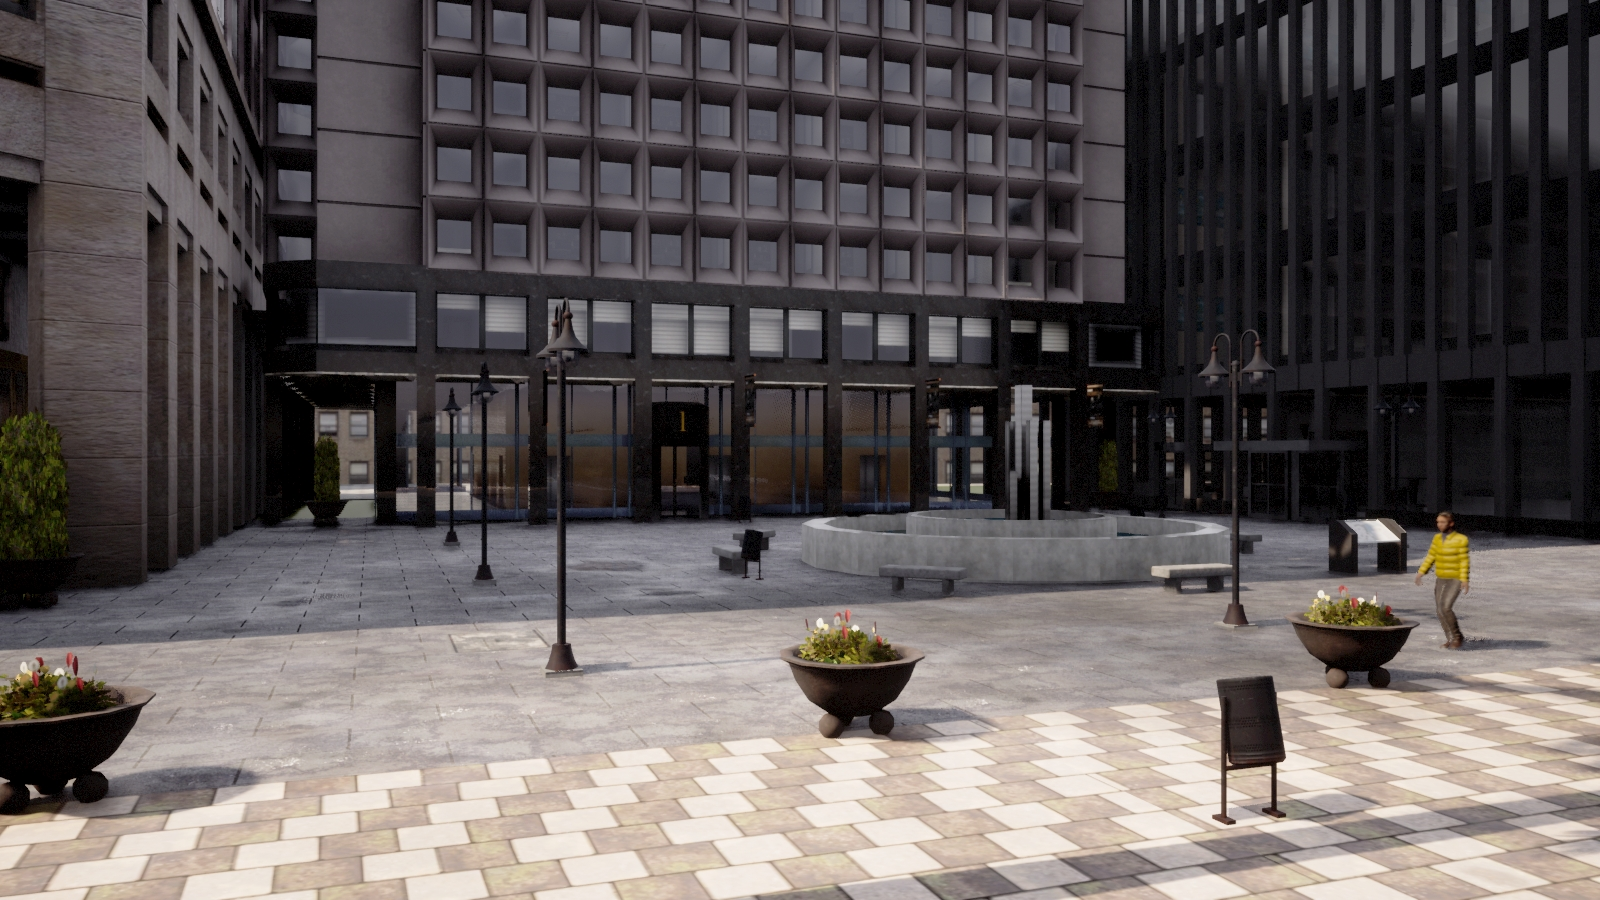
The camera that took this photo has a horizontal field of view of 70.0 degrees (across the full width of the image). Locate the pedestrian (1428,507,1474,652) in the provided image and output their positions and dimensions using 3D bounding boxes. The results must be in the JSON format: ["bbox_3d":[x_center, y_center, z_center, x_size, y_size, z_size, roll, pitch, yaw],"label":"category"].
[{"bbox_3d":[8.609,1.702,15.105,0.375,1.860,0.375,0,0,-20],"label":"pedestrian"}]
